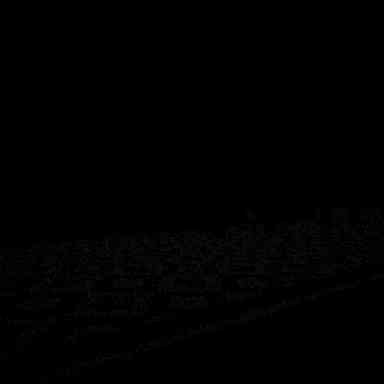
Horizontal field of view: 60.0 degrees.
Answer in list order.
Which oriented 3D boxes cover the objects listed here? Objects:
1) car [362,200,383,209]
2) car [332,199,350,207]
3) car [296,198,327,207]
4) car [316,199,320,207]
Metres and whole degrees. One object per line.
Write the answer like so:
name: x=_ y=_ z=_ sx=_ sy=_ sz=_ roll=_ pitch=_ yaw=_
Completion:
car: x=27.356 y=1.801 z=49.167 sx=1.802 sy=1.307 sz=4.206 roll=2 pitch=-1 yaw=-36
car: x=24.164 y=1.788 z=53.630 sx=1.947 sy=1.339 sz=4.313 roll=2 pitch=-1 yaw=-36
car: x=20.873 y=1.751 z=58.231 sx=1.752 sy=1.417 sz=4.829 roll=2 pitch=-1 yaw=-36
car: x=17.230 y=1.533 z=48.676 sx=1.887 sy=1.381 sz=4.507 roll=2 pitch=-1 yaw=-36
